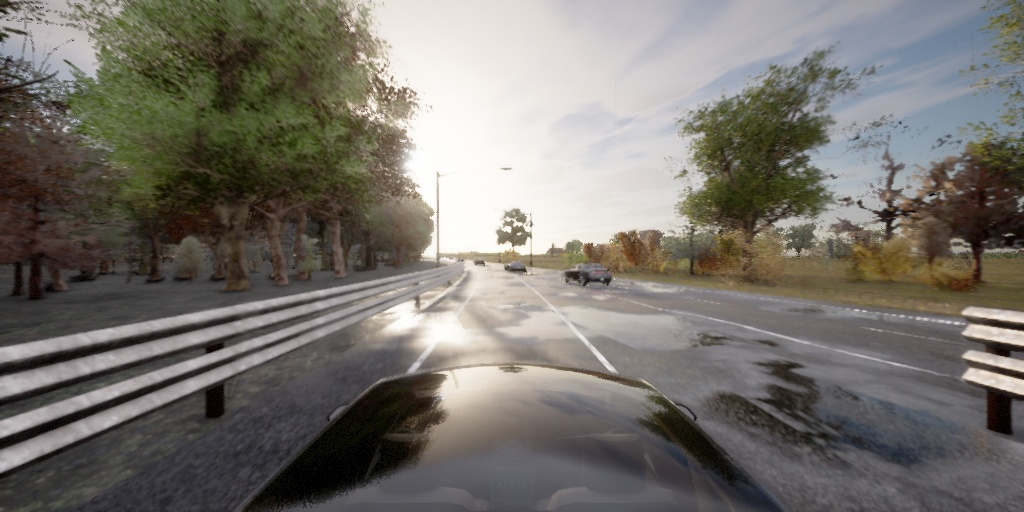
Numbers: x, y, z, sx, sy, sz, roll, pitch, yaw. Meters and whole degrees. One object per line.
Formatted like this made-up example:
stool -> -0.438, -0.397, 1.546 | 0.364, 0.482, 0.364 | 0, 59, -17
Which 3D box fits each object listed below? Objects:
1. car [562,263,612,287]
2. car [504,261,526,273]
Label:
car -> 5.022, 1.235, 24.539 | 2.128, 1.511, 4.902 | 1, 0, -14
car -> 0.325, 1.284, 43.949 | 1.994, 1.385, 4.181 | 0, 0, -14
